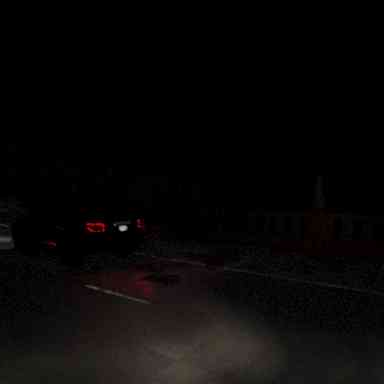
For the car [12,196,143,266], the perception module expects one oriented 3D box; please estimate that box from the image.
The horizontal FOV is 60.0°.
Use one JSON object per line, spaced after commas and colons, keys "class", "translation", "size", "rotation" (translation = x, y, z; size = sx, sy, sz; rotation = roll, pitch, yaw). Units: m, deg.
{"class": "car", "translation": [-4.123, 1.152, 11.566], "size": [5.566, 2.045, 2.150], "rotation": [1, 0, 39]}
